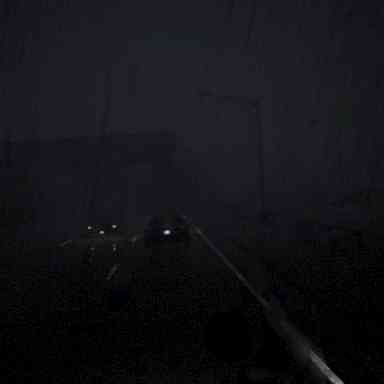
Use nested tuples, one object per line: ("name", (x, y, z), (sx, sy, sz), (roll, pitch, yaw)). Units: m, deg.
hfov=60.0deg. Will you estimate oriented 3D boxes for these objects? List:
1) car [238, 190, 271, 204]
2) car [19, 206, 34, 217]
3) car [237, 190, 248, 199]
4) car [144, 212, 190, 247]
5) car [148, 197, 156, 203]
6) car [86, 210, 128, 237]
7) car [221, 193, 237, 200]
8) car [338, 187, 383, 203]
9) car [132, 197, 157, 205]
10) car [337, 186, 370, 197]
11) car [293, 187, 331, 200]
("car", (9.017, 0.899, 46.785), (3.806, 1.475, 1.970), (-3, 0, -5))
("car", (-24.529, 2.819, 47.701), (2.242, 1.667, 4.611), (-3, 0, -5))
("car", (9.317, 0.600, 50.151), (3.866, 1.878, 1.905), (-3, 0, -5))
("car", (-1.169, 1.637, 15.623), (1.994, 1.385, 4.181), (-3, 0, -4))
("car", (-10.640, 2.167, 88.729), (1.994, 1.385, 4.181), (-3, 0, -5))
("car", (-5.152, 1.833, 20.803), (2.033, 1.411, 5.357), (-3, 0, -5))
("car", (8.752, 0.898, 72.810), (4.674, 1.442, 1.812), (-3, 0, -5))
("car", (17.831, 0.358, 35.099), (4.514, 1.523, 2.007), (-3, 0, -5))
("car", (-10.161, 1.928, 71.187), (5.357, 1.411, 2.033), (-3, 0, -5))
("car", (26.791, -0.113, 55.366), (4.514, 1.523, 2.007), (-3, 0, -5))
("car", (17.433, 0.184, 47.570), (4.605, 1.855, 1.932), (-3, 0, -5))
